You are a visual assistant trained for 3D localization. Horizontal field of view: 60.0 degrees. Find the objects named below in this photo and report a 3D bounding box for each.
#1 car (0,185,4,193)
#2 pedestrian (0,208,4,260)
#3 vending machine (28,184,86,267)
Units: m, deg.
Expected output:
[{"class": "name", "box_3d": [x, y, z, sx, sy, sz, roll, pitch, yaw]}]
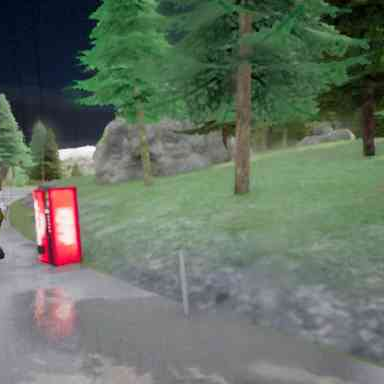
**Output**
[{"class": "car", "box_3d": [-21.815, -0.489, 35.141, 1.812, 1.442, 4.674, -1, 4, -7]}, {"class": "pedestrian", "box_3d": [-5.416, 0.941, 9.021, 0.375, 1.860, 0.375, 5, -5, -43]}, {"class": "vending machine", "box_3d": [-3.756, 0.877, 9.282, 1.100, 2.100, 0.880, -6, 2, -44]}]
